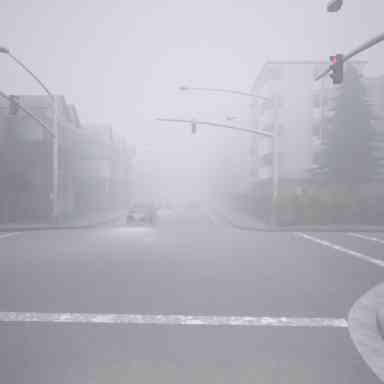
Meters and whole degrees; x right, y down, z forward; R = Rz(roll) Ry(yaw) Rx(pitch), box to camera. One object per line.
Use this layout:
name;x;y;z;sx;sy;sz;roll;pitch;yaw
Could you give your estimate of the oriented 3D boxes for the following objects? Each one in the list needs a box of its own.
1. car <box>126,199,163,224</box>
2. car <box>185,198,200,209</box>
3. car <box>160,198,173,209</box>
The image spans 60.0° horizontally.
car;-3.596;1.491;24.533;2.128;1.511;4.902;0;0;0
car;0.104;1.526;45.561;1.812;1.442;4.674;0;0;0
car;-3.567;1.491;43.966;2.128;1.511;4.902;0;0;0
